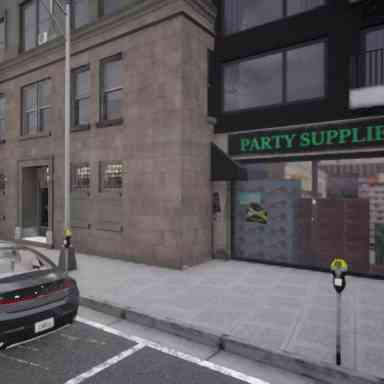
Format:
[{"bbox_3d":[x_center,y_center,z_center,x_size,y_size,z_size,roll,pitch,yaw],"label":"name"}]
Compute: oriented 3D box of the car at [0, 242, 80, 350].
[{"bbox_3d":[-3.762,1.549,5.726,4.403,1.369,2.008,0,0,35],"label":"car"}]
